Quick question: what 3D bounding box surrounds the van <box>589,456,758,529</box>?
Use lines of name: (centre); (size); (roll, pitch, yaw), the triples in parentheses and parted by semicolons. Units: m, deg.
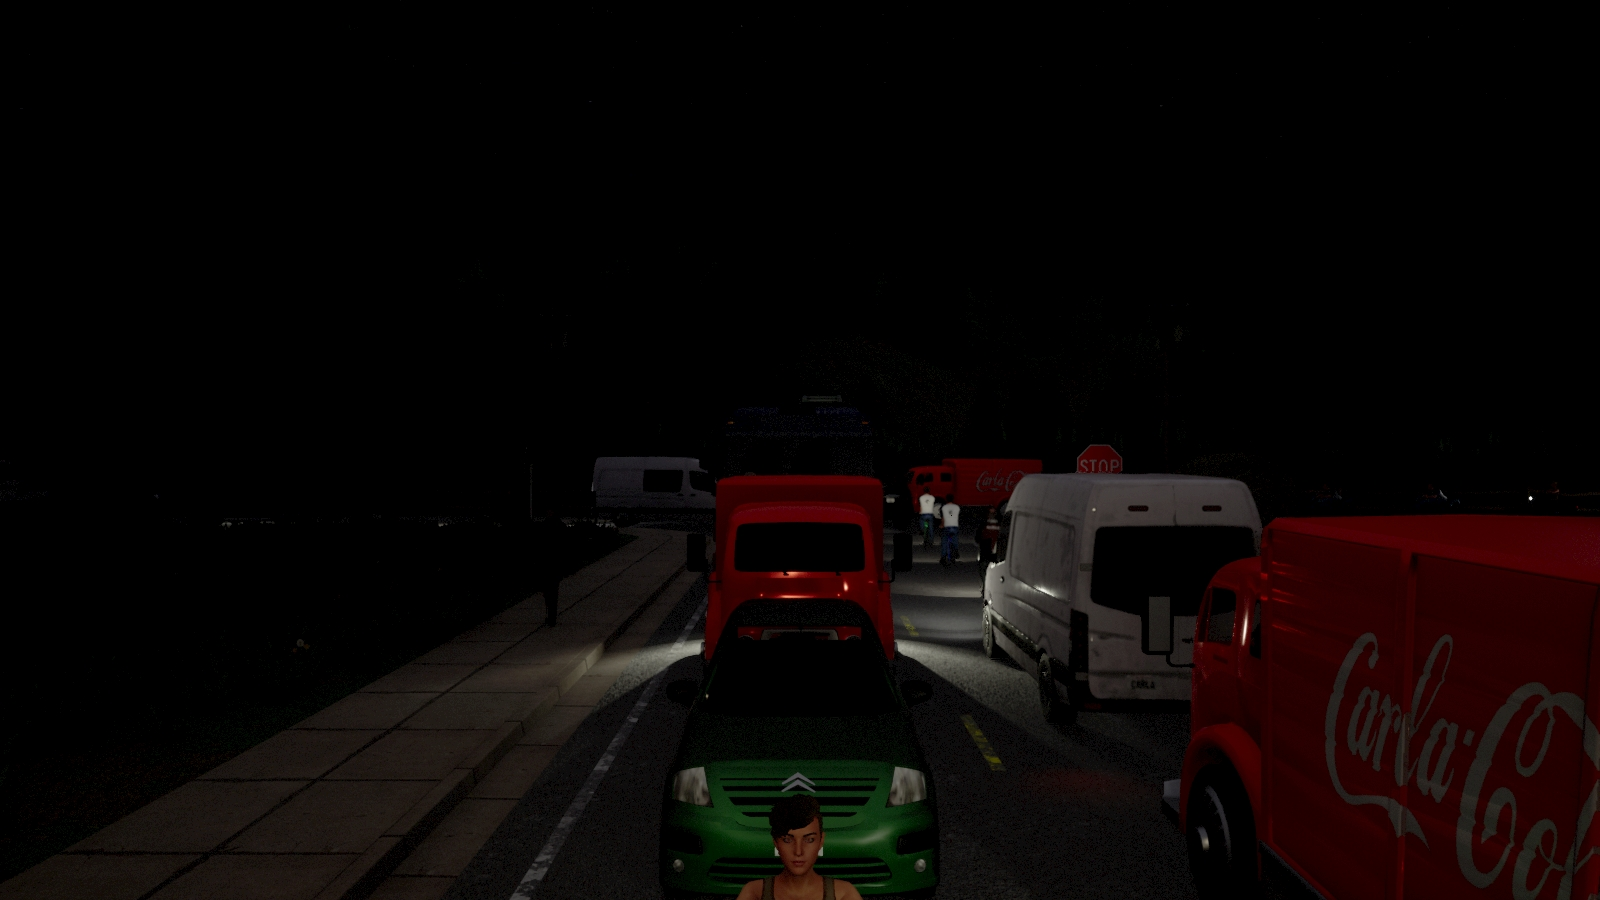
van: (-4.553, 1.527, 41.697); (5.915, 2.561, 1.988); (0, 0, 3)

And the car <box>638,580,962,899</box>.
car: (-0.002, 2.006, 8.512); (1.851, 1.617, 3.988); (0, 0, 0)

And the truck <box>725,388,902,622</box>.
truck: (0.198, 0.905, 22.881); (2.891, 3.827, 8.468); (0, 0, 0)

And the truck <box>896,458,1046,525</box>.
truck: (6.536, 1.563, 44.118); (5.204, 2.467, 2.627); (0, 0, -9)

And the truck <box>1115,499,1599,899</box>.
truck: (3.501, 1.572, 5.334); (2.627, 2.467, 5.204); (0, 0, 0)

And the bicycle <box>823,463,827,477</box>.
bicycle: (2.664, 2.131, 120.929); (0.329, 1.471, 1.835); (0, 0, 0)

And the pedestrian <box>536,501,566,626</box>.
pedestrian: (-3.755, 1.705, 17.259); (0.375, 1.860, 0.375); (0, 0, -1)

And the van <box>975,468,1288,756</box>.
van: (3.516, 1.544, 13.535); (1.988, 2.561, 5.915); (0, 0, 0)

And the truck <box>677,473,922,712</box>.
truck: (-0.012, 1.578, 14.852); (2.627, 2.467, 5.204); (0, 0, 0)

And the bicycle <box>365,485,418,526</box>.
bicycle: (-15.091, 2.051, 42.196); (1.835, 1.471, 0.329); (0, 0, 3)

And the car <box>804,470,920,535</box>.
car: (2.111, 1.787, 41.002); (2.150, 2.045, 5.566); (0, 0, -20)
